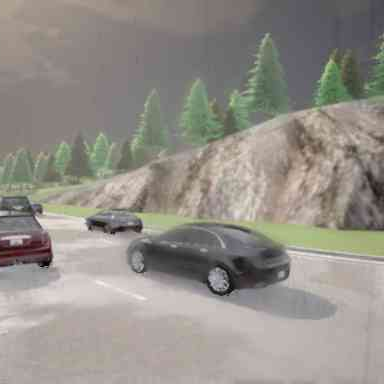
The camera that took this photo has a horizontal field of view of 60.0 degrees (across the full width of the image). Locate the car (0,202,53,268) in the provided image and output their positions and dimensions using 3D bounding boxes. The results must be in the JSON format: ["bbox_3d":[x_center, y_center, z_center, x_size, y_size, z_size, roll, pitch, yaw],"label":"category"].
[{"bbox_3d":[-6.193,1.375,10.592,2.097,1.767,4.553,1,0,-42],"label":"car"}]

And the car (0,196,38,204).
[{"bbox_3d":[-13.514,1.277,24.675,2.150,2.045,5.566,1,0,-39],"label":"car"}]

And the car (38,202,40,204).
[{"bbox_3d":[-16.889,1.580,34.383,2.128,1.511,4.902,1,0,-39],"label":"car"}]

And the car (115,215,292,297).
[{"bbox_3d":[0.184,1.559,8.899,4.892,1.490,1.837,0,0,43],"label":"car"}]

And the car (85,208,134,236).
[{"bbox_3d":[-4.614,1.646,19.399,1.994,1.385,4.181,1,0,-40],"label":"car"}]
